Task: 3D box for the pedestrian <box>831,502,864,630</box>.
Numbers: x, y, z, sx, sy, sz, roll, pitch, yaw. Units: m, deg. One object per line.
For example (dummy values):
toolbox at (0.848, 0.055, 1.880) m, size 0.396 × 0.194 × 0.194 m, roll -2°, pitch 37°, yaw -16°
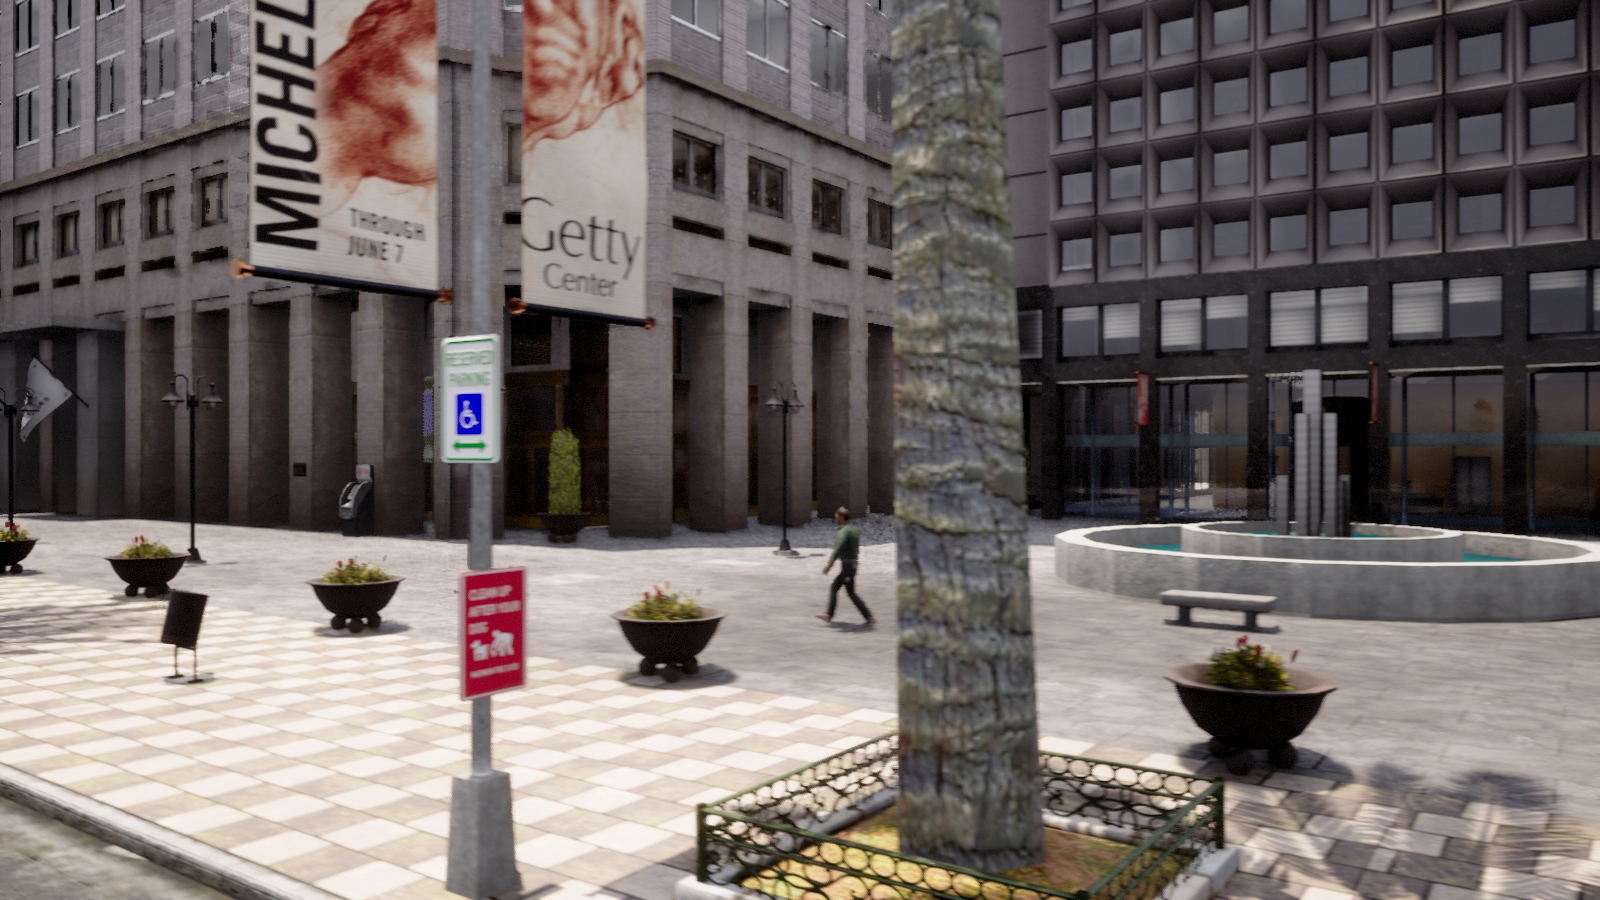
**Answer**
pedestrian at (0.708, 1.714, 17.075) m, size 0.375 × 1.860 × 0.375 m, roll 0°, pitch 0°, yaw 24°
